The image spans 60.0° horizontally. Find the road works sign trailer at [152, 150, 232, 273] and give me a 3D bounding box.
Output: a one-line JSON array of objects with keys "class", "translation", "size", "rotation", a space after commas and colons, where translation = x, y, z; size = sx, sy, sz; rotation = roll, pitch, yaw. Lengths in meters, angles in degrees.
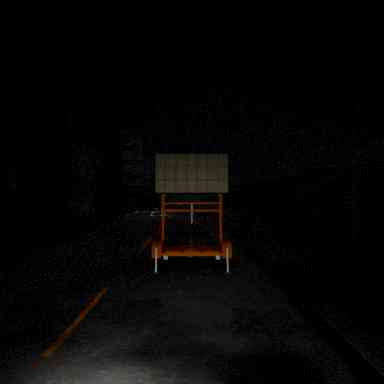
[{"class": "road works sign trailer", "translation": [-0.004, 0.464, 10.652], "size": [2.380, 3.560, 2.880], "rotation": [0, 0, 0]}]

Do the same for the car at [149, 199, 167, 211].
[{"class": "car", "translation": [-4.115, 1.547, 40.691], "size": [2.033, 1.411, 5.357], "rotation": [0, 0, 0]}]
